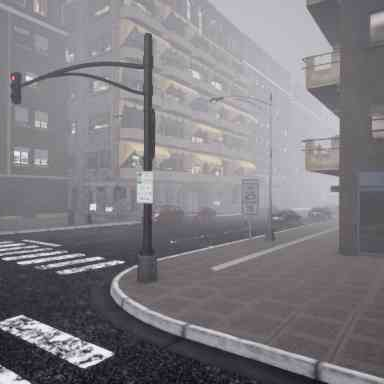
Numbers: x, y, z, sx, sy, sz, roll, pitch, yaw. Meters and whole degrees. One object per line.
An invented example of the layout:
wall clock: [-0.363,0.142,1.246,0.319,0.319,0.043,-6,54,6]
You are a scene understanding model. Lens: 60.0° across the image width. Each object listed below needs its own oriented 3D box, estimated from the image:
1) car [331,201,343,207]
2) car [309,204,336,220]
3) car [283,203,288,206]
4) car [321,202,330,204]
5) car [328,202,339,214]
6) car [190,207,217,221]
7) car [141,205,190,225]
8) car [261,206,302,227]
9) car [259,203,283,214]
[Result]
car: [36.428,3.021,83.483,1.967,1.590,4.097,-1,-1,35]
car: [14.164,2.295,36.767,1.947,1.339,4.313,-1,-2,35]
car: [13.708,2.404,50.692,1.752,1.417,4.829,-1,-1,35]
car: [19.502,2.545,48.921,1.895,1.301,4.718,0,-1,35]
car: [20.732,2.458,46.231,1.752,1.417,4.829,-1,-2,35]
car: [0.863,2.063,32.185,1.802,1.307,4.206,-1,-1,35]
car: [-2.372,1.821,27.527,1.967,1.590,4.097,-1,-1,35]
car: [7.692,2.095,27.444,1.947,1.339,4.313,-1,-2,35]
car: [10.569,2.326,46.170,1.887,1.381,4.507,-1,-1,35]
